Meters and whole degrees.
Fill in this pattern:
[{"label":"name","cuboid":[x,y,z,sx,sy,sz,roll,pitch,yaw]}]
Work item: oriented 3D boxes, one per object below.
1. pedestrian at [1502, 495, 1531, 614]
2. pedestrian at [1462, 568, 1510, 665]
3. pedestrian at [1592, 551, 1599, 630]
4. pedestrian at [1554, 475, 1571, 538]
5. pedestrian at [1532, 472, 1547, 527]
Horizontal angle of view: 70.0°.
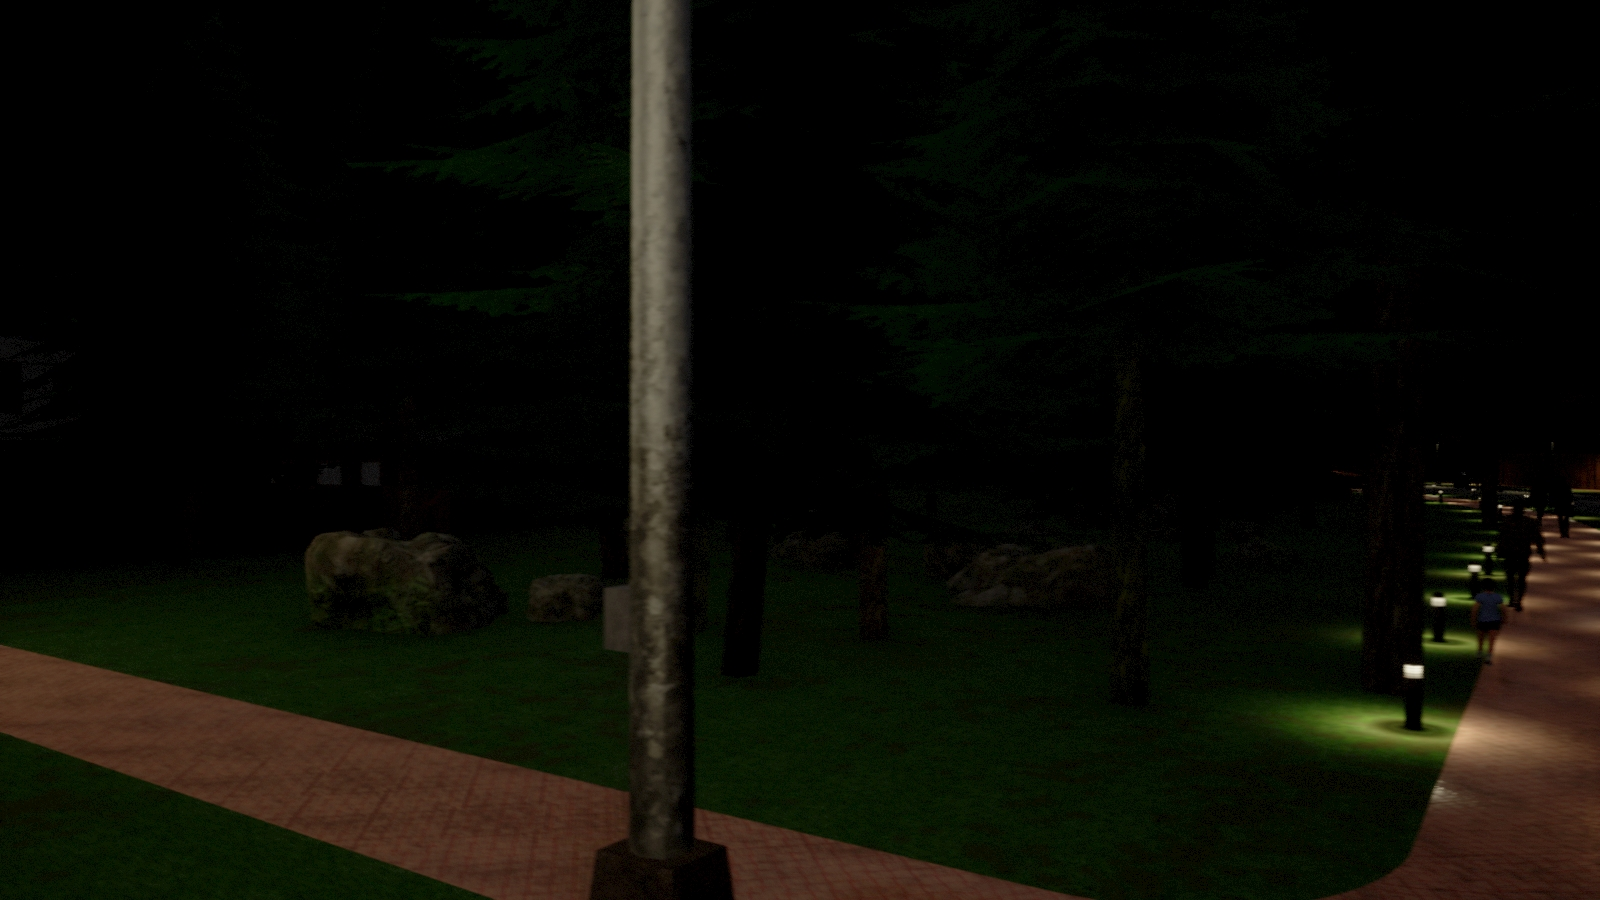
[{"label":"pedestrian","cuboid":[11.516,1.662,18.357,0.375,1.860,0.375,0,0,36]},{"label":"pedestrian","cuboid":[8.460,2.043,14.091,0.500,1.100,0.500,0,0,30]},{"label":"pedestrian","cuboid":[11.816,2.044,16.566,0.500,1.100,0.500,0,0,30]},{"label":"pedestrian","cuboid":[22.624,1.665,33.897,0.375,1.860,0.375,0,0,27]},{"label":"pedestrian","cuboid":[25.054,1.663,38.701,0.375,1.860,0.375,0,0,25]}]
